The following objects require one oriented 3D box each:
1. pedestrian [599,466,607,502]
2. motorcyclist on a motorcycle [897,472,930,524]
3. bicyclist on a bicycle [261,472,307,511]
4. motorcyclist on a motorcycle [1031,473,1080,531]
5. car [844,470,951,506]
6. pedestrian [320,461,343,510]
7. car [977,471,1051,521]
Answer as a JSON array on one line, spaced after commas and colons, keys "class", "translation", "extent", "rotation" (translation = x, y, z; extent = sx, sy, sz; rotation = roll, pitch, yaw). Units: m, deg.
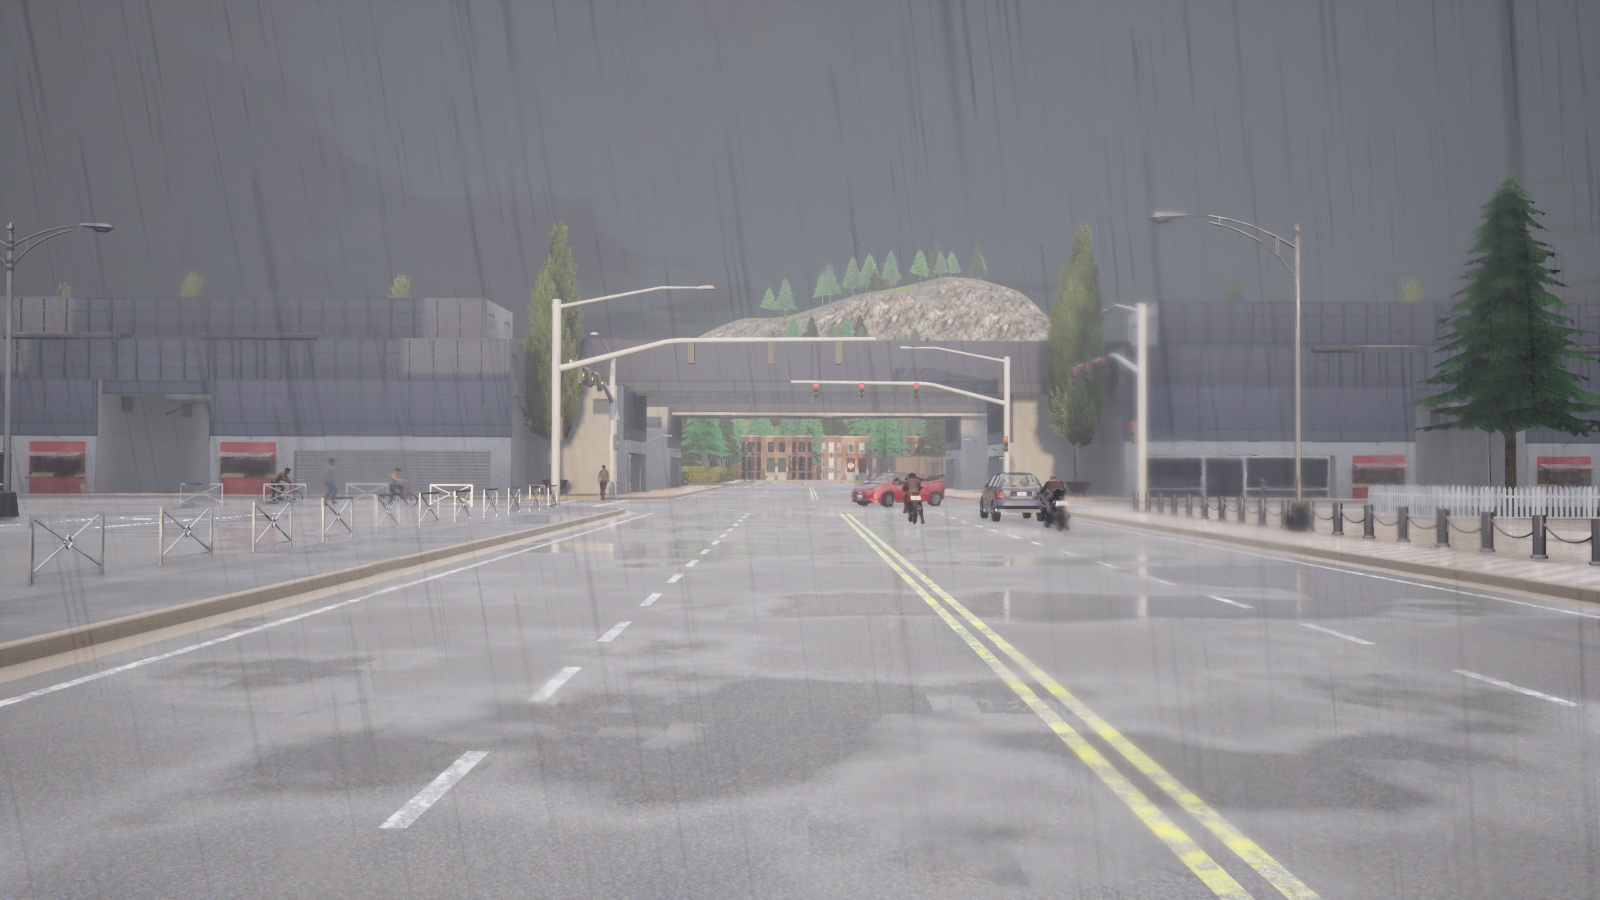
[{"class": "pedestrian", "translation": [-9.929, 1.694, 63.337], "extent": [0.328, 1.805, 0.869], "rotation": [0, -1, -14]}, {"class": "motorcyclist on a motorcycle", "translation": [3.393, 1.415, 37.733], "extent": [0.797, 1.523, 2.044], "rotation": [0, -1, 0]}, {"class": "bicyclist on a bicycle", "translation": [-21.627, 1.735, 52.620], "extent": [1.656, 1.620, 0.582], "rotation": [0, -1, 1]}, {"class": "motorcyclist on a motorcycle", "translation": [6.913, 1.394, 34.125], "extent": [0.866, 1.530, 2.191], "rotation": [0, -1, 0]}, {"class": "car", "translation": [4.378, 1.683, 56.081], "extent": [4.514, 1.525, 2.007], "rotation": [0, -1, -37]}, {"class": "pedestrian", "translation": [-17.815, 1.344, 47.758], "extent": [0.706, 1.836, 0.354], "rotation": [0, -1, 0]}, {"class": "car", "translation": [6.895, 1.449, 40.792], "extent": [1.789, 1.549, 3.705], "rotation": [0, -1, 0]}]
